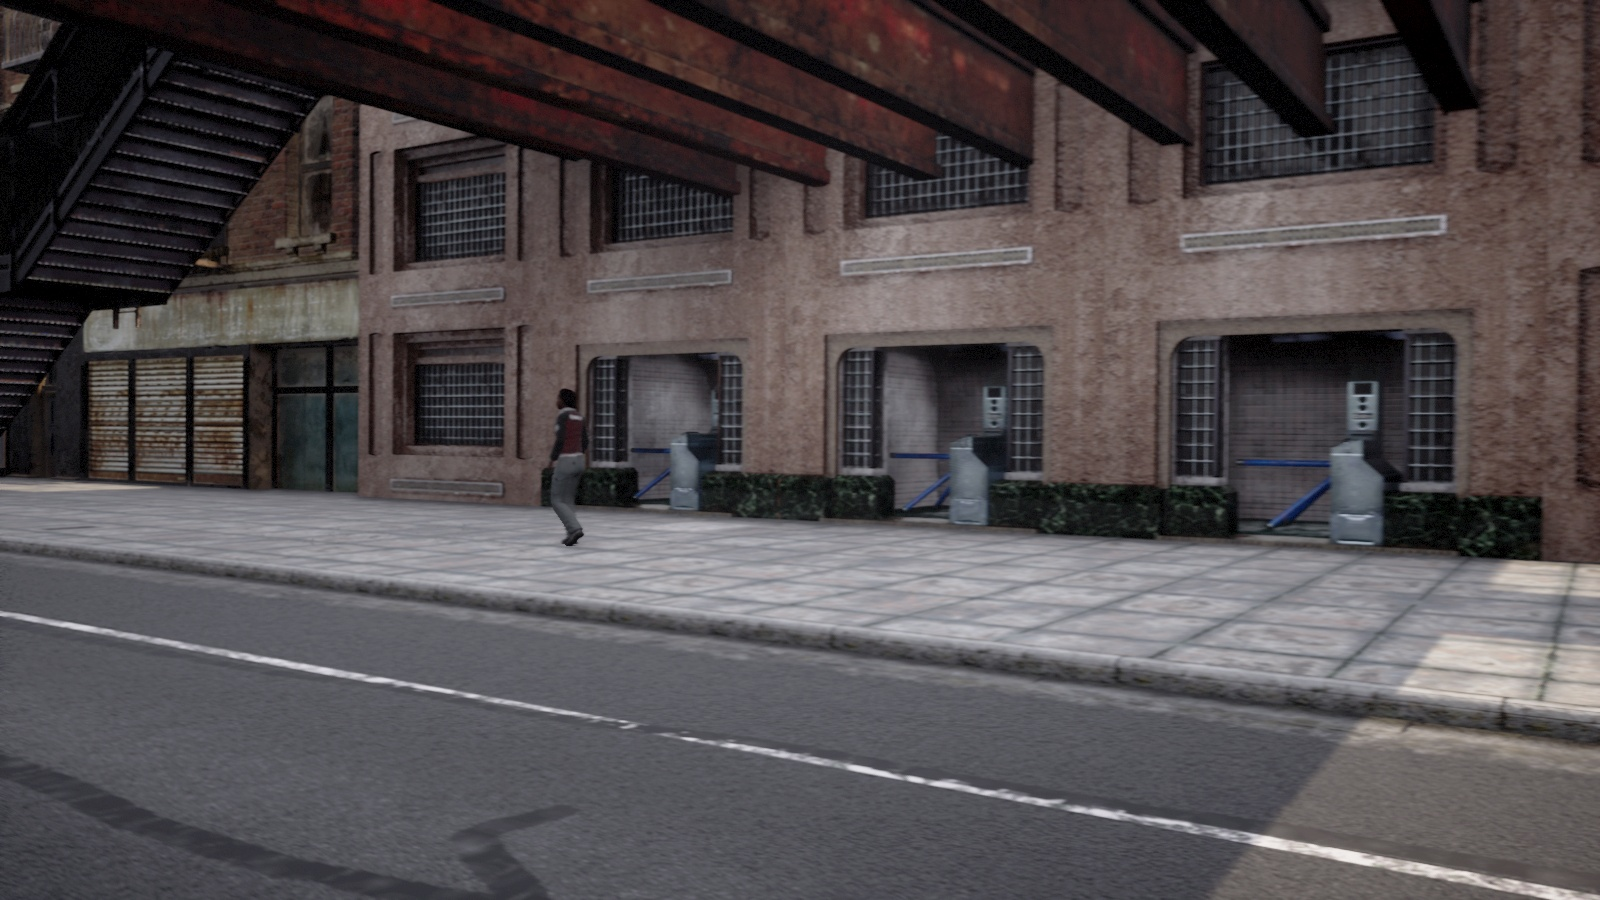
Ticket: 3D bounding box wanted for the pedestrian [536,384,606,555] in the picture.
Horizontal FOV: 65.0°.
[{"bbox_3d":[-2.637,0.215,14.472,0.666,1.930,0.402,0,1,27],"label":"pedestrian"}]
